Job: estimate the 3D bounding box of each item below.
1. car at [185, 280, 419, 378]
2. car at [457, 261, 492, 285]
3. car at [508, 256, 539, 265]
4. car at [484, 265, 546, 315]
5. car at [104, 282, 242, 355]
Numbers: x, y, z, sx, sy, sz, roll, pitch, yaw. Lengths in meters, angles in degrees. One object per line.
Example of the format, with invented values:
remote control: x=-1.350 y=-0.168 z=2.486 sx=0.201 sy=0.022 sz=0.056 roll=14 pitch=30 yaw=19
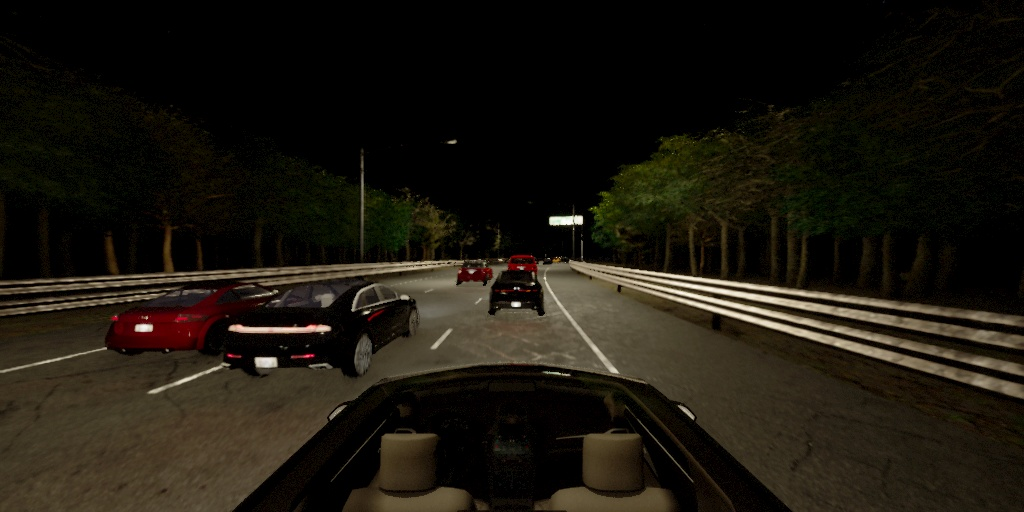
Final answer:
car: x=-3.324 y=1.239 z=7.323 sx=2.128 sy=1.511 sz=4.902 roll=0 pitch=0 yaw=1
car: x=-2.592 y=1.113 z=26.064 sx=2.097 sy=1.767 sz=4.553 roll=0 pitch=0 yaw=3
car: x=0.835 y=0.991 z=26.834 sx=2.150 sy=2.045 sz=5.566 roll=0 pitch=0 yaw=4
car: x=0.208 y=1.264 z=13.619 sx=1.837 sy=1.490 sz=4.892 roll=0 pitch=0 yaw=2
car: x=-6.798 y=1.305 z=8.666 sx=1.994 sy=1.385 sz=4.181 roll=0 pitch=0 yaw=1
